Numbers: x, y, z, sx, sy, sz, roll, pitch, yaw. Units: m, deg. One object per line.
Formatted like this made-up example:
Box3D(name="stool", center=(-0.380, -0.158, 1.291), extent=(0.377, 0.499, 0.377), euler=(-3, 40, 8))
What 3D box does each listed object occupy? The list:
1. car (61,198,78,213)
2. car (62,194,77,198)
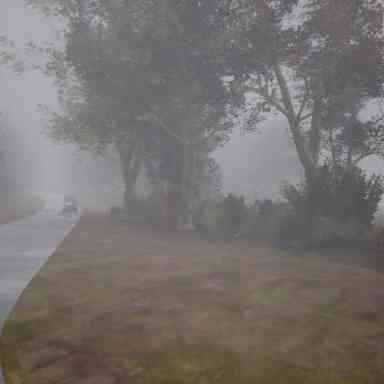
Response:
Box3D(name="car", center=(-16.535, 2.000, 45.138), extent=(1.812, 1.442, 4.674), euler=(-1, 1, -18))
Box3D(name="car", center=(-21.875, 1.392, 59.535), extent=(2.150, 2.045, 5.566), euler=(0, 2, -23))
